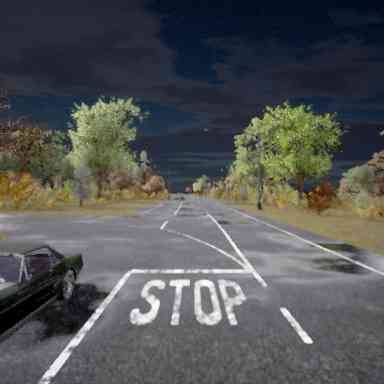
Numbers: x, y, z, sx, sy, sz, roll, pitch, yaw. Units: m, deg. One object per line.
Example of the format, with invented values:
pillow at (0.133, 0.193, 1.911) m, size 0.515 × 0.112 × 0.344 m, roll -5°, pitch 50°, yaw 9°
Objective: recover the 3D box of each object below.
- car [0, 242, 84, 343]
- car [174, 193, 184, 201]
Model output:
car at (-3.489, 1.617, 5.639) m, size 1.895 × 1.301 × 4.718 m, roll 0°, pitch 0°, yaw 0°
car at (-3.203, 1.309, 83.965) m, size 2.150 × 2.045 × 5.566 m, roll 0°, pitch 0°, yaw 5°
